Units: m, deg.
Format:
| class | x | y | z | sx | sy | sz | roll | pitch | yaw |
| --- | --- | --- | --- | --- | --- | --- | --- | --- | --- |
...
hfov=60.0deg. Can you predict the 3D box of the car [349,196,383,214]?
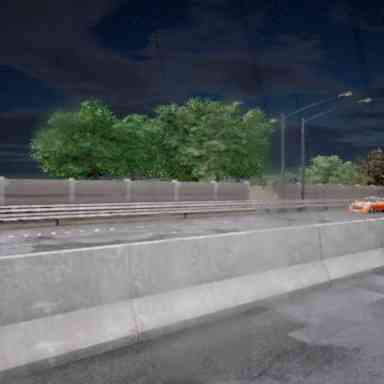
| class | x | y | z | sx | sy | sz | roll | pitch | yaw |
| --- | --- | --- | --- | --- | --- | --- | --- | --- | --- |
| car | 18.099 | 1.292 | 34.084 | 4.553 | 1.767 | 2.097 | 0 | 0 | -35 |
